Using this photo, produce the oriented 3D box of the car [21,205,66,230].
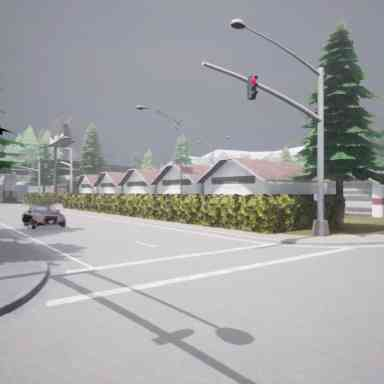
[{"bbox_3d":[-9.612,1.565,21.469,1.994,1.385,4.181,0,0,-37],"label":"car"}]
